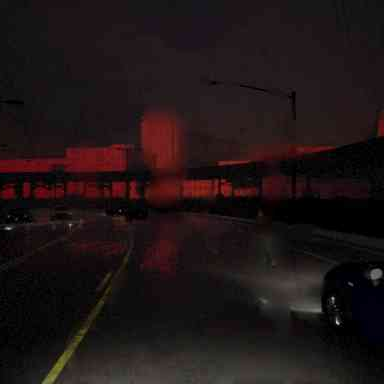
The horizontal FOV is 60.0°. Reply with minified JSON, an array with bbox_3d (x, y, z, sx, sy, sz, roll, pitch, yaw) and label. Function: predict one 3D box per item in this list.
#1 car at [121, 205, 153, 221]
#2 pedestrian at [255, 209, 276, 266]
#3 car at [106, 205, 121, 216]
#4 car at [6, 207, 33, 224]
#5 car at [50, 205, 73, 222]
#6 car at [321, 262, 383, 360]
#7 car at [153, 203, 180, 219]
[{"bbox_3d":[-5.662,2.093,33.778,1.882,1.535,5.008,0,-1,-18],"label":"car"},{"bbox_3d":[2.293,1.373,10.448,0.375,1.860,0.375,-1,0,-6],"label":"pedestrian"},{"bbox_3d":[-10.097,2.444,44.304,1.994,1.385,4.181,0,-1,-27],"label":"car"},{"bbox_3d":[-15.959,2.146,30.991,1.812,1.442,4.674,0,-2,-19],"label":"car"},{"bbox_3d":[-13.409,2.156,34.185,1.882,1.535,5.008,0,-2,-22],"label":"car"},{"bbox_3d":[3.360,1.366,3.964,2.097,1.767,4.553,0,0,-3],"label":"car"},{"bbox_3d":[-2.924,2.011,36.492,2.097,1.767,4.553,0,-1,-20],"label":"car"}]
